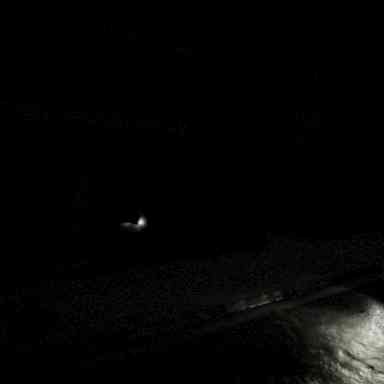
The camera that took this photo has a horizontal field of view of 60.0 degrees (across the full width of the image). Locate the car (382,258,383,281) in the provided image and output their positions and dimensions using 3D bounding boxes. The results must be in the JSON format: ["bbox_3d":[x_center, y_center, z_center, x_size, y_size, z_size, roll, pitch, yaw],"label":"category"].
[{"bbox_3d":[6.503,1.475,8.006,5.008,1.535,1.882,0,0,-35],"label":"car"}]
